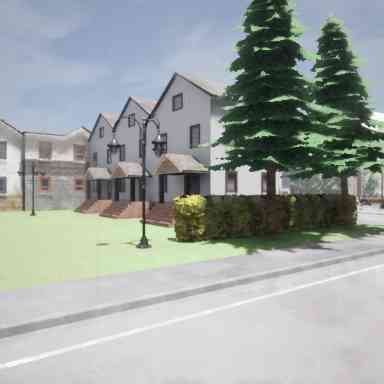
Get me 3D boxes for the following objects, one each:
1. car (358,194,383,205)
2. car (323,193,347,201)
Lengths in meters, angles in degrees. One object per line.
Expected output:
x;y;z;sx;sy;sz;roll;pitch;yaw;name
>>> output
27.228;1.097;49.253;1.932;1.855;4.605;0;0;-36;car
32.093;1.097;74.708;1.932;1.855;4.605;0;0;-36;car
